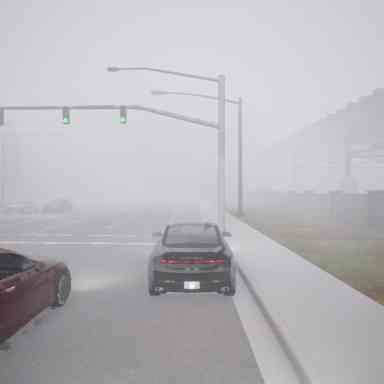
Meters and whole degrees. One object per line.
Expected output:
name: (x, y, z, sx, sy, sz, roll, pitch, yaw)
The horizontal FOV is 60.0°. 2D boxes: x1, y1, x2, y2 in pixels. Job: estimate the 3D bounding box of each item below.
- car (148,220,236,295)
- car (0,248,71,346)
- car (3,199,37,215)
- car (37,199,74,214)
car: (-0.001, 1.494, 8.649, 1.837, 1.490, 4.892, 0, 0, 0)
car: (-3.395, 1.524, 4.919, 1.812, 1.442, 4.674, 0, 0, 0)
car: (-17.447, 1.492, 34.179, 1.812, 1.442, 4.674, 0, 0, 0)
car: (-13.944, 1.468, 34.822, 1.837, 1.490, 4.892, 0, 0, 1)
